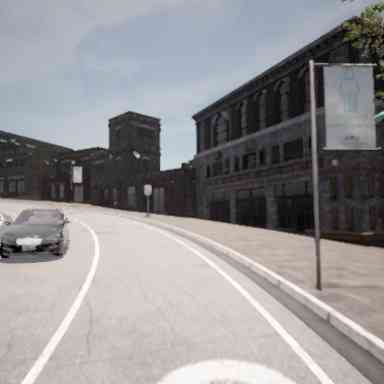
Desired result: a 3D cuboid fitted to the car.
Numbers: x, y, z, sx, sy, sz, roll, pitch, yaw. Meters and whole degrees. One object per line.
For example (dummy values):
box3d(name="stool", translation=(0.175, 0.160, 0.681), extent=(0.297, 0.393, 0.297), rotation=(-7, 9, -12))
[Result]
box3d(name="car", translation=(-5.603, 1.383, 12.347), extent=(2.128, 1.511, 4.902), rotation=(1, 1, -17))
